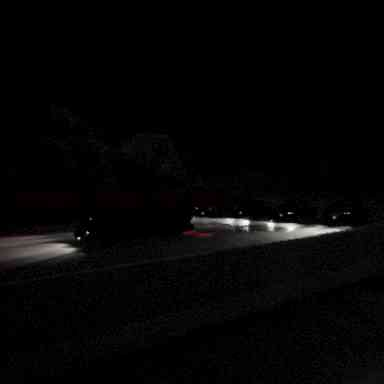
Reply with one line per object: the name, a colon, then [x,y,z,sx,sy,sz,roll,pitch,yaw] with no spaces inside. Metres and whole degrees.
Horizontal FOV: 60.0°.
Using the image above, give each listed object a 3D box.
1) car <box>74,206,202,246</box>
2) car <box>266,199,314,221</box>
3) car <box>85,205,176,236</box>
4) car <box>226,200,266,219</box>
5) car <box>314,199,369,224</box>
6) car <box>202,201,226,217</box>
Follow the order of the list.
car: [-2.439,1.463,15.094,5.357,1.411,2.033,-1,1,-35]
car: [7.637,1.308,24.409,1.837,1.490,4.892,0,1,41]
car: [-3.357,1.499,18.766,4.718,1.301,1.895,-1,1,-38]
car: [5.000,1.362,26.709,1.994,1.385,4.181,0,1,41]
car: [10.274,1.261,22.108,2.128,1.511,4.902,0,1,41]
car: [2.343,1.430,28.988,1.895,1.301,4.718,0,1,41]
